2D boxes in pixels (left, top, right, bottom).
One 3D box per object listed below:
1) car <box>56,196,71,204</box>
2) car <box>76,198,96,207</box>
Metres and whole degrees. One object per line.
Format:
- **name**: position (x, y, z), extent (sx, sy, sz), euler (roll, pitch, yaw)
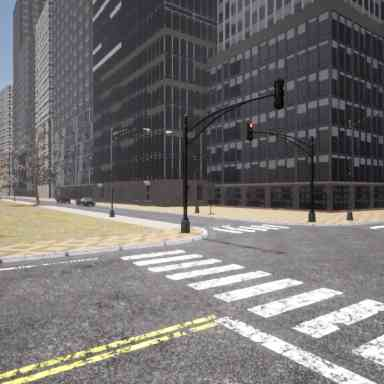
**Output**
- **car**: position (-24.613, 1.511, 63.526), extent (1.837, 1.490, 4.892), euler (0, 0, -35)
- **car**: position (-16.887, 1.601, 52.499), extent (1.895, 1.301, 4.718), euler (0, 0, -35)
